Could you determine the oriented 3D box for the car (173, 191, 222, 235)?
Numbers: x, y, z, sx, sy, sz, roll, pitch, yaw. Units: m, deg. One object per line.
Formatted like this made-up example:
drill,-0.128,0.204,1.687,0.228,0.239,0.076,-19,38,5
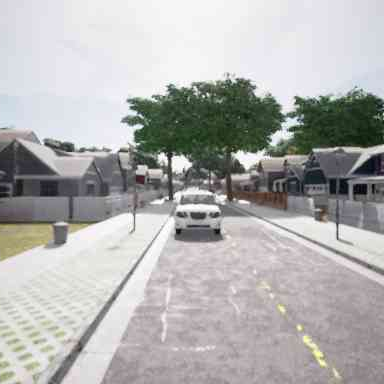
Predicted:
car,0.268,0.972,17.460,2.150,2.045,5.566,0,1,0
